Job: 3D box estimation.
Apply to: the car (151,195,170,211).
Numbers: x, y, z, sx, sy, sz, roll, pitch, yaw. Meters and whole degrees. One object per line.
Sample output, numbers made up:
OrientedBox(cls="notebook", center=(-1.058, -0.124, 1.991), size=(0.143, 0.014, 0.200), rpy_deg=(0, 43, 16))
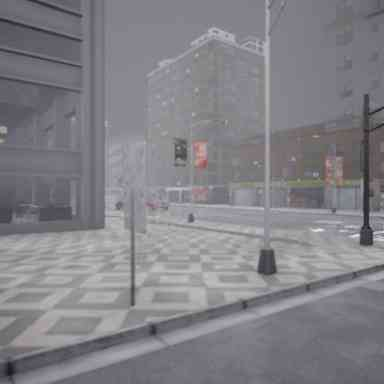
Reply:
OrientedBox(cls="car", center=(-5.068, 1.368, 43.340), size=(2.150, 2.045, 5.566), rpy_deg=(0, 0, -36))

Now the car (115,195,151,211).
OrientedBox(cls="car", center=(-7.635, 1.366, 41.343), size=(2.150, 2.045, 5.566), rpy_deg=(0, 0, -36))
